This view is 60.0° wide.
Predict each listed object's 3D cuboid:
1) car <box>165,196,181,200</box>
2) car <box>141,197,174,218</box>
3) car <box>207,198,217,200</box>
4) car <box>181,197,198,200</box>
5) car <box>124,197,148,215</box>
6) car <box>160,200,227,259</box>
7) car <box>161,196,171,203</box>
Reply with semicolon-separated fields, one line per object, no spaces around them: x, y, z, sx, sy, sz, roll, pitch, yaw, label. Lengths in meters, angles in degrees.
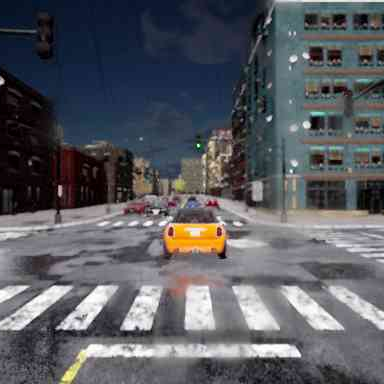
-3.060;1.636;47.846;1.895;1.301;4.718;0;0;0;car
-3.087;1.513;30.835;2.128;1.511;4.902;0;0;0;car
2.714;1.473;45.344;1.967;1.590;4.097;1;0;0;car
0.106;1.574;36.639;2.033;1.411;5.357;0;0;0;car
-5.746;1.570;33.916;1.887;1.381;4.507;1;0;0;car
0.103;1.361;12.855;2.097;1.767;4.553;0;0;0;car
-5.663;1.637;73.718;1.802;1.307;4.206;1;0;0;car
